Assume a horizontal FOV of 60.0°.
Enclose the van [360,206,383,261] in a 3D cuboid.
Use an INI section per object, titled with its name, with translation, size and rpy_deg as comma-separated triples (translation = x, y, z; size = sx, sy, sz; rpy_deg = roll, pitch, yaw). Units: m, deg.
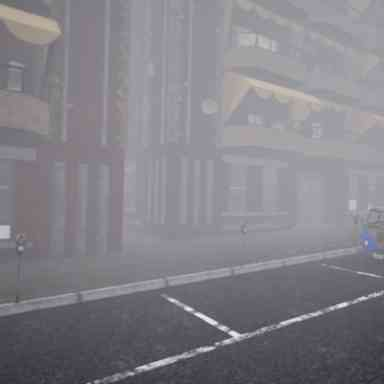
[van]
translation = 7.096, 1.324, 10.675
size = 3.998, 1.788, 1.690
rpy_deg = 0, 2, -33
